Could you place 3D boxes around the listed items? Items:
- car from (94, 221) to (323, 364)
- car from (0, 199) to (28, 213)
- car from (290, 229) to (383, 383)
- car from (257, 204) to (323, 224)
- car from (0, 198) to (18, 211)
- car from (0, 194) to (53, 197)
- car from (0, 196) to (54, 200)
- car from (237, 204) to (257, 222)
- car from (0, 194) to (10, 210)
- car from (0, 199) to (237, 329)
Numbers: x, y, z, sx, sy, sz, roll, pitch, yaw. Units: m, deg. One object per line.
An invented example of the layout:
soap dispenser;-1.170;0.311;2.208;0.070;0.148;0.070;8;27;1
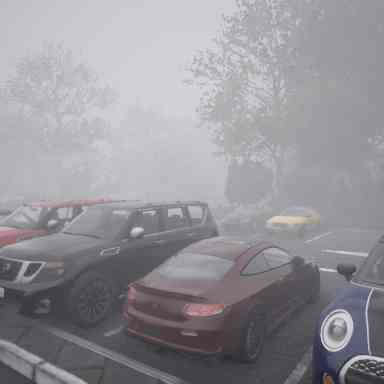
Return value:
car;0.851;1.522;5.934;2.002;1.452;4.674;0;0;35
car;-21.494;1.538;37.932;2.002;1.452;4.674;0;0;35
car;3.153;1.356;4.334;2.185;1.767;4.553;0;0;35
car;5.732;1.481;18.293;1.946;1.575;5.366;0;0;35
car;-23.662;1.503;39.474;2.097;1.535;5.008;0;0;35
car;-16.975;1.243;34.677;2.435;2.045;5.566;0;0;35
car;-3.729;1.233;9.168;2.435;2.045;5.566;0;0;35
car;3.582;1.486;20.061;2.231;1.521;4.892;0;0;36
car;-25.945;1.257;41.074;2.435;2.045;5.566;0;0;35
car;-1.447;1.232;7.540;2.435;2.045;5.566;0;0;35
